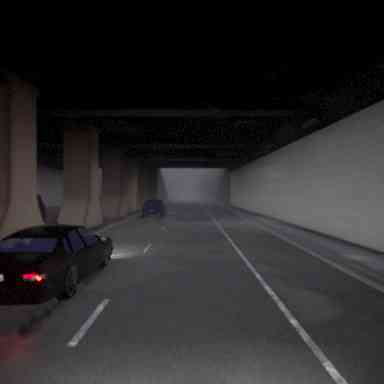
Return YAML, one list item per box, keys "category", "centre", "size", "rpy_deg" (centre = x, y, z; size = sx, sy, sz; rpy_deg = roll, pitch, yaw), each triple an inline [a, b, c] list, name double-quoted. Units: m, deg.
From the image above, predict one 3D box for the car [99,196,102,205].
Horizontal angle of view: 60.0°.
- category: "car"
  centre: [-14.109, 1.382, 52.408]
  size: [2.128, 1.511, 4.902]
  rpy_deg: [0, 0, 0]

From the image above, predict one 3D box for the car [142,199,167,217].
- category: "car"
  centre: [-3.425, 1.412, 30.823]
  size: [1.882, 1.535, 5.008]
  rpy_deg: [0, 0, 0]

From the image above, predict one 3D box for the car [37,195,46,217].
- category: "car"
  centre: [-10.616, 1.181, 19.571]
  size: [2.150, 2.045, 5.566]
  rpy_deg: [0, 0, 0]

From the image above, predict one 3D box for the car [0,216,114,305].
- category: "car"
  centre: [-3.412, 1.530, 8.277]
  size: [2.033, 1.411, 5.357]
  rpy_deg: [0, 0, 0]
